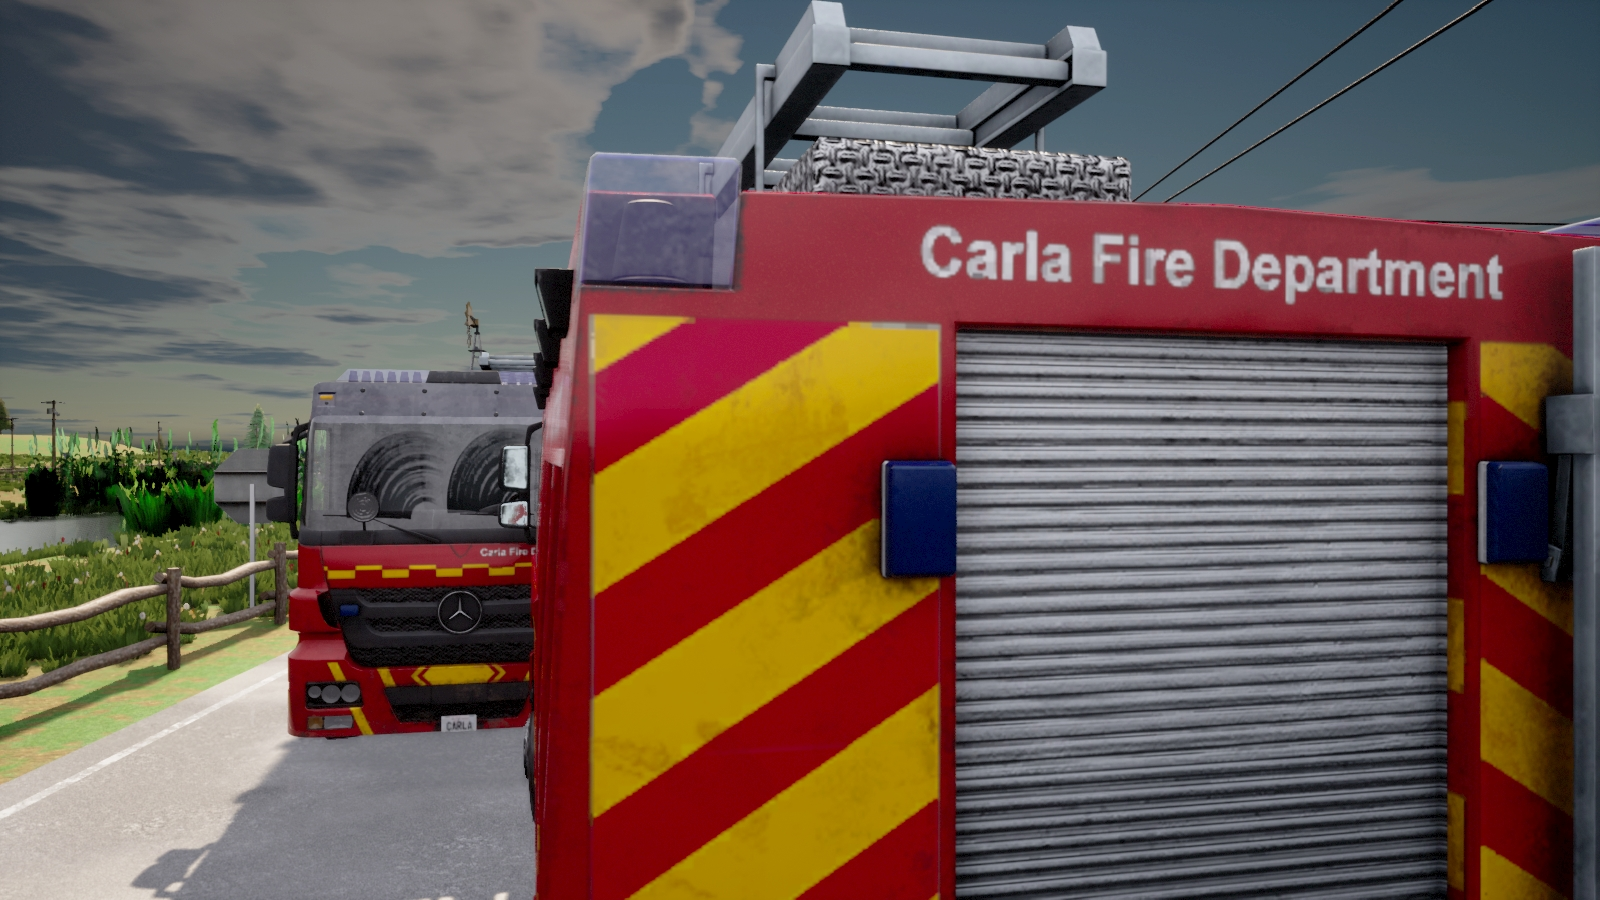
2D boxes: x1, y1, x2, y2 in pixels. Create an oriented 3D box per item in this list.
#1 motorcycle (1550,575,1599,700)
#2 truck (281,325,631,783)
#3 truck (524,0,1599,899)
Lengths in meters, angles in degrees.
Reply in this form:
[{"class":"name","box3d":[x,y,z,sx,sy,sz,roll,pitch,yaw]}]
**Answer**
[{"class":"motorcycle","box3d":[9.818,2.142,13.187,1.805,1.316,0.856,0,0,-7]},{"class":"truck","box3d":[-3.883,0.862,13.981,2.891,3.827,8.468,0,0,-13]},{"class":"truck","box3d":[-0.144,0.866,6.874,2.891,3.827,8.468,0,0,-13]}]
